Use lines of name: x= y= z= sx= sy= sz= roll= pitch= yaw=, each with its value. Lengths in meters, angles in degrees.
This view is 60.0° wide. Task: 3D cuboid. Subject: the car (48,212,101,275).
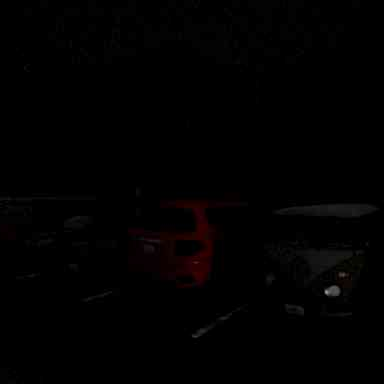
car: x=-1.515 y=1.457 z=10.220 sx=2.163 sy=1.488 sz=4.792 roll=1 pitch=0 yaw=37

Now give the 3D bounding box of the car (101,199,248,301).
car: x=0.731 y=1.201 z=8.667 sx=2.435 sy=2.045 sz=5.566 roll=1 pitch=0 yaw=36

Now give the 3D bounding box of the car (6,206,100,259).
car: x=-3.600 y=1.443 z=11.798 sx=2.002 sy=1.452 sz=4.674 roll=1 pitch=0 yaw=37

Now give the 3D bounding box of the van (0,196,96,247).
van: x=-5.690 y=1.149 z=13.528 sx=1.878 sy=1.987 sz=4.442 roll=1 pitch=0 yaw=38

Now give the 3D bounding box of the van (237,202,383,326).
van: x=2.880 y=1.246 z=6.954 sx=1.878 sy=1.987 sz=4.442 roll=1 pitch=0 yaw=36
